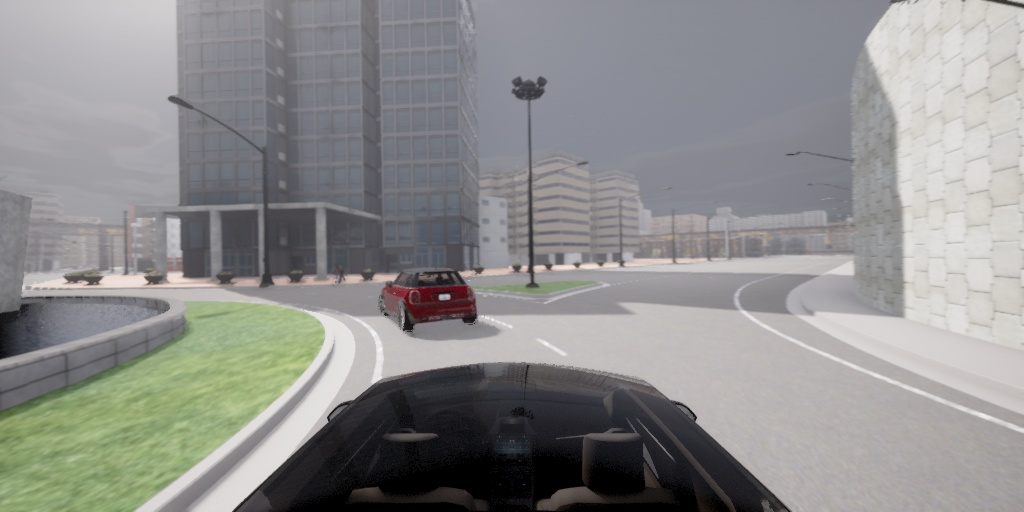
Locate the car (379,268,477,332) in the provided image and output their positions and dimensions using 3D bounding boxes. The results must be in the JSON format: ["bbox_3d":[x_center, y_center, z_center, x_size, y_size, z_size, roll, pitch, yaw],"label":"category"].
[{"bbox_3d":[-2.865,1.154,11.568,2.097,1.767,4.553,-1,0,-29],"label":"car"}]

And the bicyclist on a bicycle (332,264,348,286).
[{"bbox_3d":[-12.857,1.369,26.709,0.582,1.620,1.656,-1,9,14],"label":"bicyclist on a bicycle"}]
